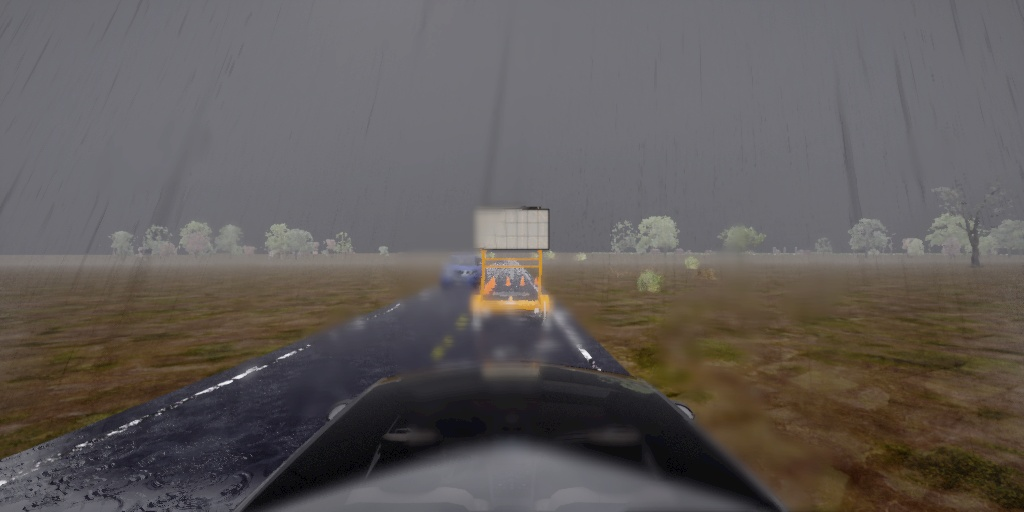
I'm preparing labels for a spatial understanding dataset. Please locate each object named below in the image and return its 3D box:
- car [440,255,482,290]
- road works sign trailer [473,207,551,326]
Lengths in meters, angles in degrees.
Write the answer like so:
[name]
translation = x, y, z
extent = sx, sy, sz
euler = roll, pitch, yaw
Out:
[car]
translation = -2.994, 0.971, 22.679
extent = 2.150, 2.045, 5.566
euler = 0, 0, 0
[road works sign trailer]
translation = 0.002, 0.214, 11.605
extent = 2.380, 3.560, 2.880
euler = 0, 0, 0
